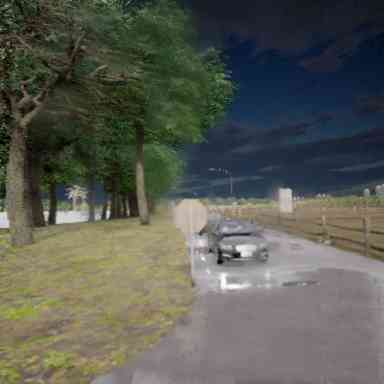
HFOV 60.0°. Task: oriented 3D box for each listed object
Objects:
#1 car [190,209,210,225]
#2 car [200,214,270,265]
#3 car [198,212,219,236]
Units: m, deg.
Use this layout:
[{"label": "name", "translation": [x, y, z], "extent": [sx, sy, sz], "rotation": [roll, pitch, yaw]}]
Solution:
[{"label": "car", "translation": [0.767, 2.626, 35.579], "extent": [1.812, 1.442, 4.674], "rotation": [-2, -2, -2]}, {"label": "car", "translation": [1.707, 1.870, 13.476], "extent": [2.128, 1.511, 4.902], "rotation": [-2, -2, -2]}, {"label": "car", "translation": [1.273, 2.176, 23.540], "extent": [1.882, 1.535, 5.008], "rotation": [-2, -2, -3]}]
